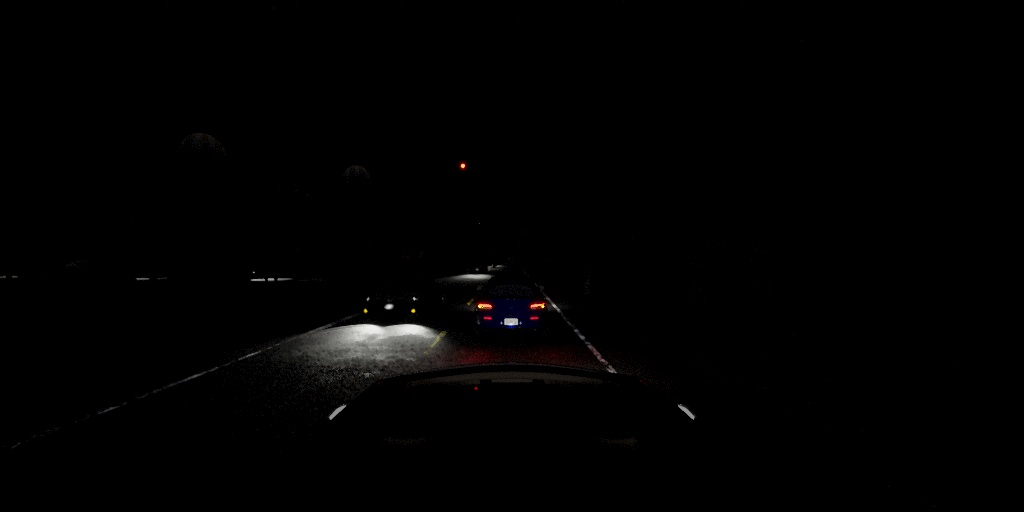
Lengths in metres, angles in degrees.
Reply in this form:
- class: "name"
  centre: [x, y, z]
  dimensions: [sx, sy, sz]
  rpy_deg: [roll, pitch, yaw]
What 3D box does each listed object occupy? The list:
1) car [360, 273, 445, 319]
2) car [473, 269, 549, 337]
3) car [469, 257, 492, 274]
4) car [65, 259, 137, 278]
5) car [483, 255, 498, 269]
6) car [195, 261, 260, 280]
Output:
- class: "car"
  centre: [-3.640, 1.311, 12.606]
  dimensions: [1.994, 1.385, 4.181]
  rpy_deg: [0, 0, 0]
- class: "car"
  centre: [-0.030, 1.274, 10.165]
  dimensions: [1.812, 1.442, 4.674]
  rpy_deg: [0, 0, 0]
- class: "car"
  centre: [-3.759, 1.216, 40.913]
  dimensions: [2.128, 1.511, 4.902]
  rpy_deg: [0, 0, 0]
- class: "car"
  centre: [-32.595, 0.984, 28.332]
  dimensions: [4.674, 1.442, 1.812]
  rpy_deg: [1, 0, -1]
- class: "car"
  centre: [-3.814, 0.920, 57.539]
  dimensions: [2.150, 2.045, 5.566]
  rpy_deg: [0, 0, 0]
- class: "car"
  centre: [-22.458, 1.118, 28.429]
  dimensions: [4.181, 1.385, 1.994]
  rpy_deg: [1, 0, 0]
